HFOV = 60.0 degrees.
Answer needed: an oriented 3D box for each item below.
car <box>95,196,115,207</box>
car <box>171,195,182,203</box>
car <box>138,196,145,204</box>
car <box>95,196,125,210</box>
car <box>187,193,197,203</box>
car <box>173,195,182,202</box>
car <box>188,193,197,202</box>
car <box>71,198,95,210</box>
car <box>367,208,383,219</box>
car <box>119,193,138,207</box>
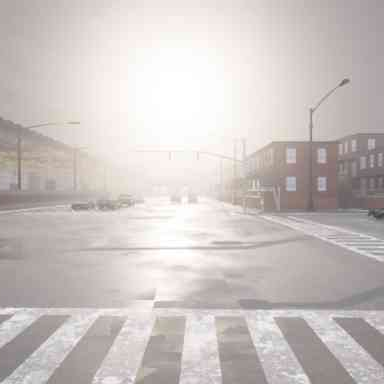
[{"bbox_3d":[-14.037,1.478,54.014,1.882,1.535,5.008,0,0,0],"label":"car"},{"bbox_3d":[-3.364,1.353,70.202,2.097,1.767,4.553,0,0,0],"label":"car"},{"bbox_3d":[-10.468,1.526,65.662,1.812,1.442,4.674,0,0,1],"label":"car"},{"bbox_3d":[-10.569,1.601,43.200,1.895,1.301,4.718,0,0,3],"label":"car"},{"bbox_3d":[0.167,1.547,69.632,2.033,1.411,5.357,0,0,0],"label":"car"},{"bbox_3d":[-3.422,1.478,80.488,1.882,1.535,5.008,0,0,0],"label":"car"},{"bbox_3d":[0.078,1.225,80.265,2.150,2.045,5.566,0,0,0],"label":"car"},{"bbox_3d":[-14.057,1.547,43.617,2.033,1.411,5.357,0,0,0],"label":"car"},{"bbox_3d":[17.061,1.547,26.642,5.357,1.411,2.033,0,0,0],"label":"car"},{"bbox_3d":[-10.541,1.221,52.825,2.150,2.045,5.566,0,0,0],"label":"car"}]
